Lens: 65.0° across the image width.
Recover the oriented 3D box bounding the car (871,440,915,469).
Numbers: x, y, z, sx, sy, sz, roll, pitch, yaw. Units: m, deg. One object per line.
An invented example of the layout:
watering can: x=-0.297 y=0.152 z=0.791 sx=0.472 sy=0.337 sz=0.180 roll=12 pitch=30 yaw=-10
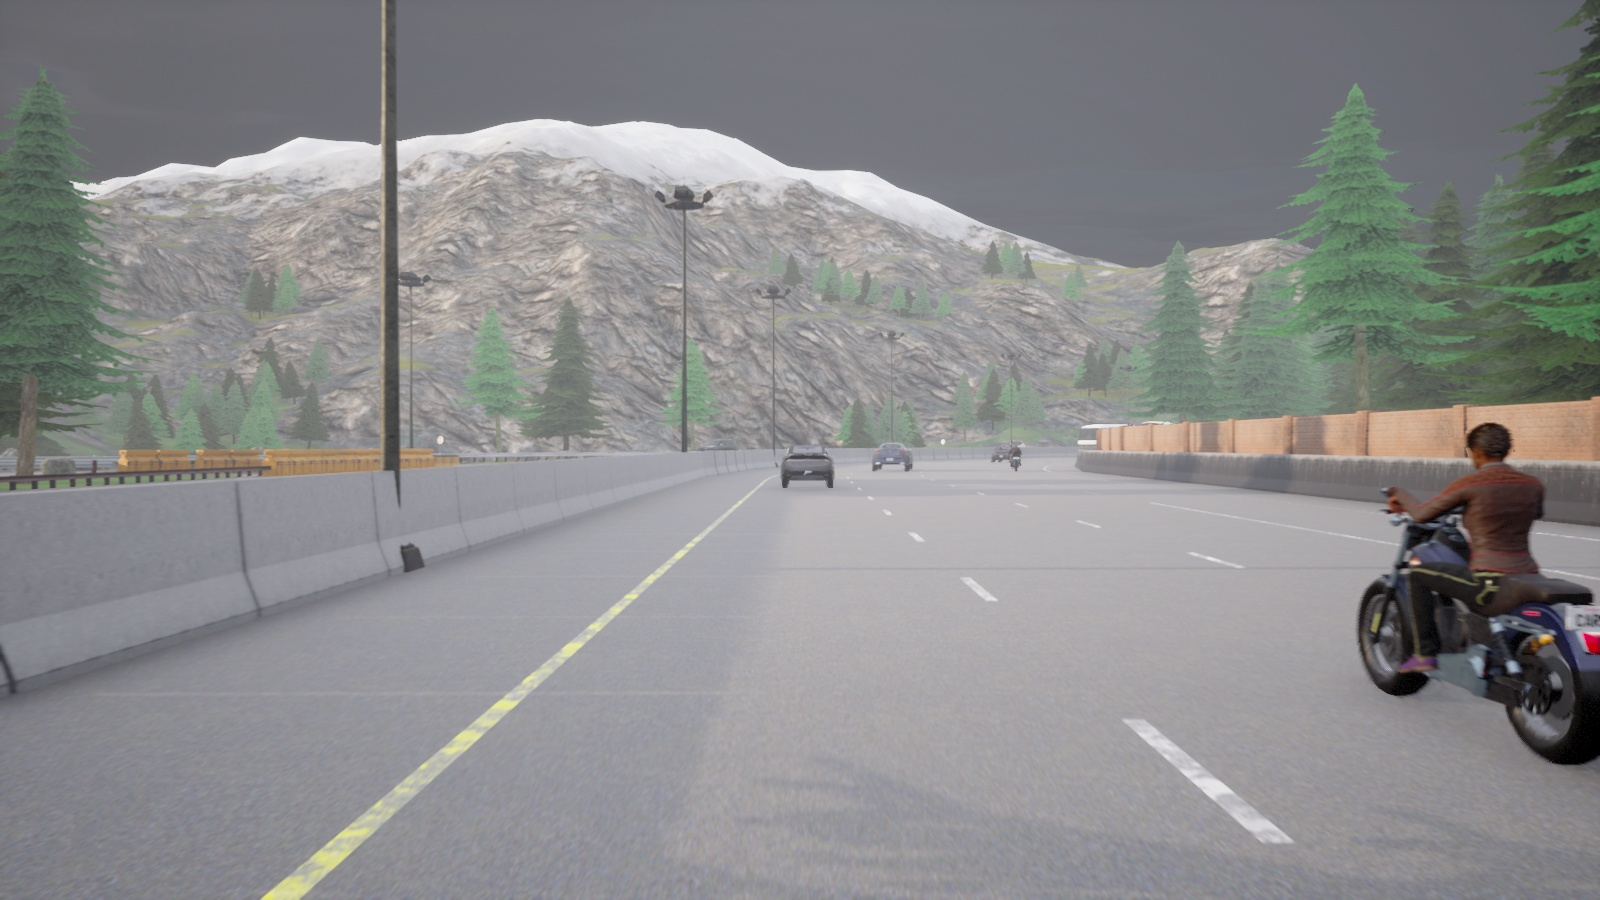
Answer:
car: x=5.426 y=0.232 z=72.754 sx=2.152 sy=1.651 sz=5.027 roll=0 pitch=0 yaw=8

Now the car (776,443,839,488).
car: x=0.274 y=0.518 z=45.291 sx=2.128 sy=1.511 sz=4.902 roll=0 pitch=0 yaw=0

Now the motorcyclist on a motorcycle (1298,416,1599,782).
motorcyclist on a motorcycle: x=3.554 y=0.672 z=6.831 sx=0.766 sy=1.649 sz=2.350 roll=0 pitch=0 yaw=0
